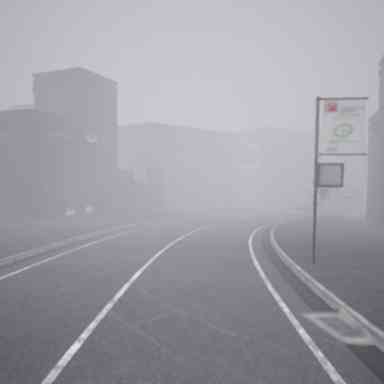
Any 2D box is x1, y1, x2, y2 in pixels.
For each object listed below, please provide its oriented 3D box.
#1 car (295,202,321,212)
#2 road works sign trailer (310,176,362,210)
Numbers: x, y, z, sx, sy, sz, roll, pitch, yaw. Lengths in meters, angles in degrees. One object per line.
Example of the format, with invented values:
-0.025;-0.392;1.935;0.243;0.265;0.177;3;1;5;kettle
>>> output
17.113;2.205;48.811;4.674;1.442;1.812;3;2;-37;car
12.429;0.204;28.908;3.560;2.880;2.380;-5;29;-1;road works sign trailer
